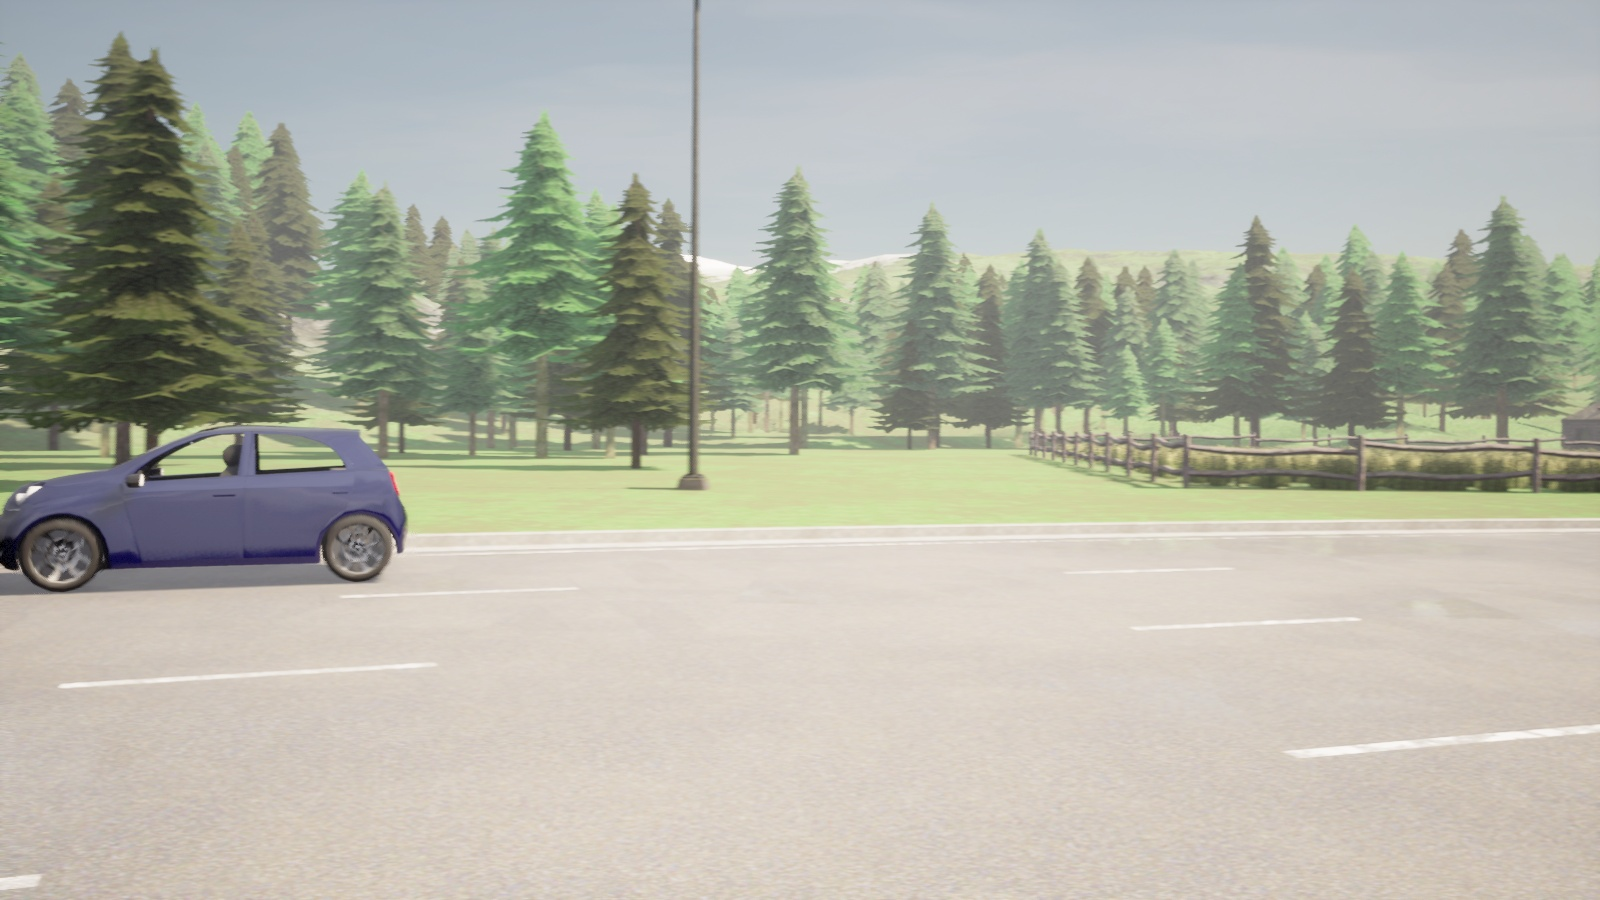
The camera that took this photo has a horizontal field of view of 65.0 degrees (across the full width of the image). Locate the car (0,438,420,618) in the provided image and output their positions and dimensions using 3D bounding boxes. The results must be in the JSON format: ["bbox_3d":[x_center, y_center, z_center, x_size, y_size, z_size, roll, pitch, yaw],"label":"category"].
[{"bbox_3d":[-5.702,0.657,12.295,3.633,1.501,1.845,-1,1,-21],"label":"car"}]
